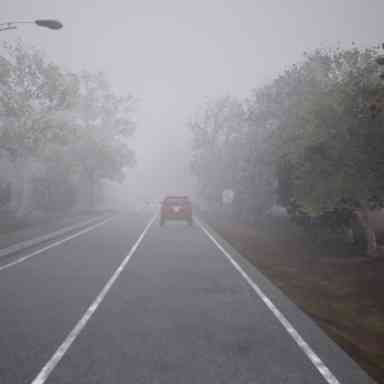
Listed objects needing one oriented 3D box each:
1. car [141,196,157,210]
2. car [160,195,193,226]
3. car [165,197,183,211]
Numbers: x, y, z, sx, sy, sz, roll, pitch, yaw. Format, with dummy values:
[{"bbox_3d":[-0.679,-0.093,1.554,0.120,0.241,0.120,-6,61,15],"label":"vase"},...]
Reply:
[{"bbox_3d":[-6.489,1.661,50.839,2.150,2.045,5.566,0,-3,-3],"label":"car"},{"bbox_3d":[-1.135,1.253,24.020,2.150,2.045,5.566,0,0,-3],"label":"car"},{"bbox_3d":[-2.291,1.482,41.876,2.097,1.767,4.553,0,-1,-4],"label":"car"}]
